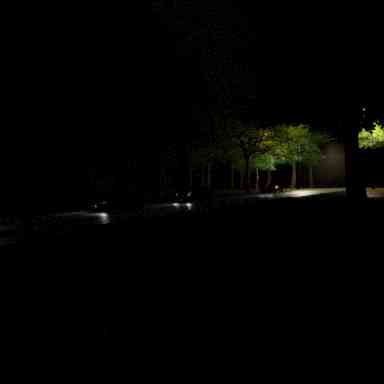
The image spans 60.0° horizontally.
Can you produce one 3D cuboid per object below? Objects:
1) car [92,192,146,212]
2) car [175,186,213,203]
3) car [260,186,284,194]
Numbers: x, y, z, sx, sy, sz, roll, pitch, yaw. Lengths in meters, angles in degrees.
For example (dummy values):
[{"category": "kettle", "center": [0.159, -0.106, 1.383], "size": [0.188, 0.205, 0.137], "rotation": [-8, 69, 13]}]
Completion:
[{"category": "car", "center": [-5.862, 0.719, 27.136], "size": [1.812, 1.442, 4.674], "rotation": [-1, 2, 39]}, {"category": "car", "center": [0.267, 0.150, 35.107], "size": [2.097, 1.767, 4.553], "rotation": [-1, 2, 38]}, {"category": "car", "center": [12.100, -0.325, 50.410], "size": [1.895, 1.301, 4.718], "rotation": [-1, 2, 38]}]
